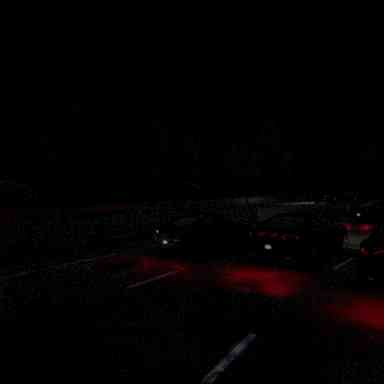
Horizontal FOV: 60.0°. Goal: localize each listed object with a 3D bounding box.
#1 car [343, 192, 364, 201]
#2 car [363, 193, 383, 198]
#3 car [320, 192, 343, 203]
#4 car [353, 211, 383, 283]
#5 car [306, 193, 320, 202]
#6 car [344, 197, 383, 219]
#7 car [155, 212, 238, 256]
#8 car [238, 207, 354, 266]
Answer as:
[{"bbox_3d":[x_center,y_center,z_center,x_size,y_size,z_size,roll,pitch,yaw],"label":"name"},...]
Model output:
[{"bbox_3d":[26.318,0.886,52.469,4.892,1.490,1.837,-2,1,-37],"label":"car"},{"bbox_3d":[28.239,0.915,49.533,5.357,1.411,2.033,-2,1,-37],"label":"car"},{"bbox_3d":[23.837,0.767,54.972,4.553,1.767,2.097,-2,1,-37],"label":"car"},{"bbox_3d":[5.875,1.434,8.716,1.882,1.535,5.008,-1,0,40],"label":"car"},{"bbox_3d":[21.731,0.926,57.760,4.902,1.511,2.128,-2,1,-37],"label":"car"},{"bbox_3d":[13.568,1.381,24.840,4.674,1.442,1.812,-1,0,-37],"label":"car"},{"bbox_3d":[0.570,1.525,13.258,1.812,1.442,4.674,0,0,41],"label":"car"},{"bbox_3d":[3.881,1.450,11.715,1.882,1.535,5.008,-1,0,41],"label":"car"}]
